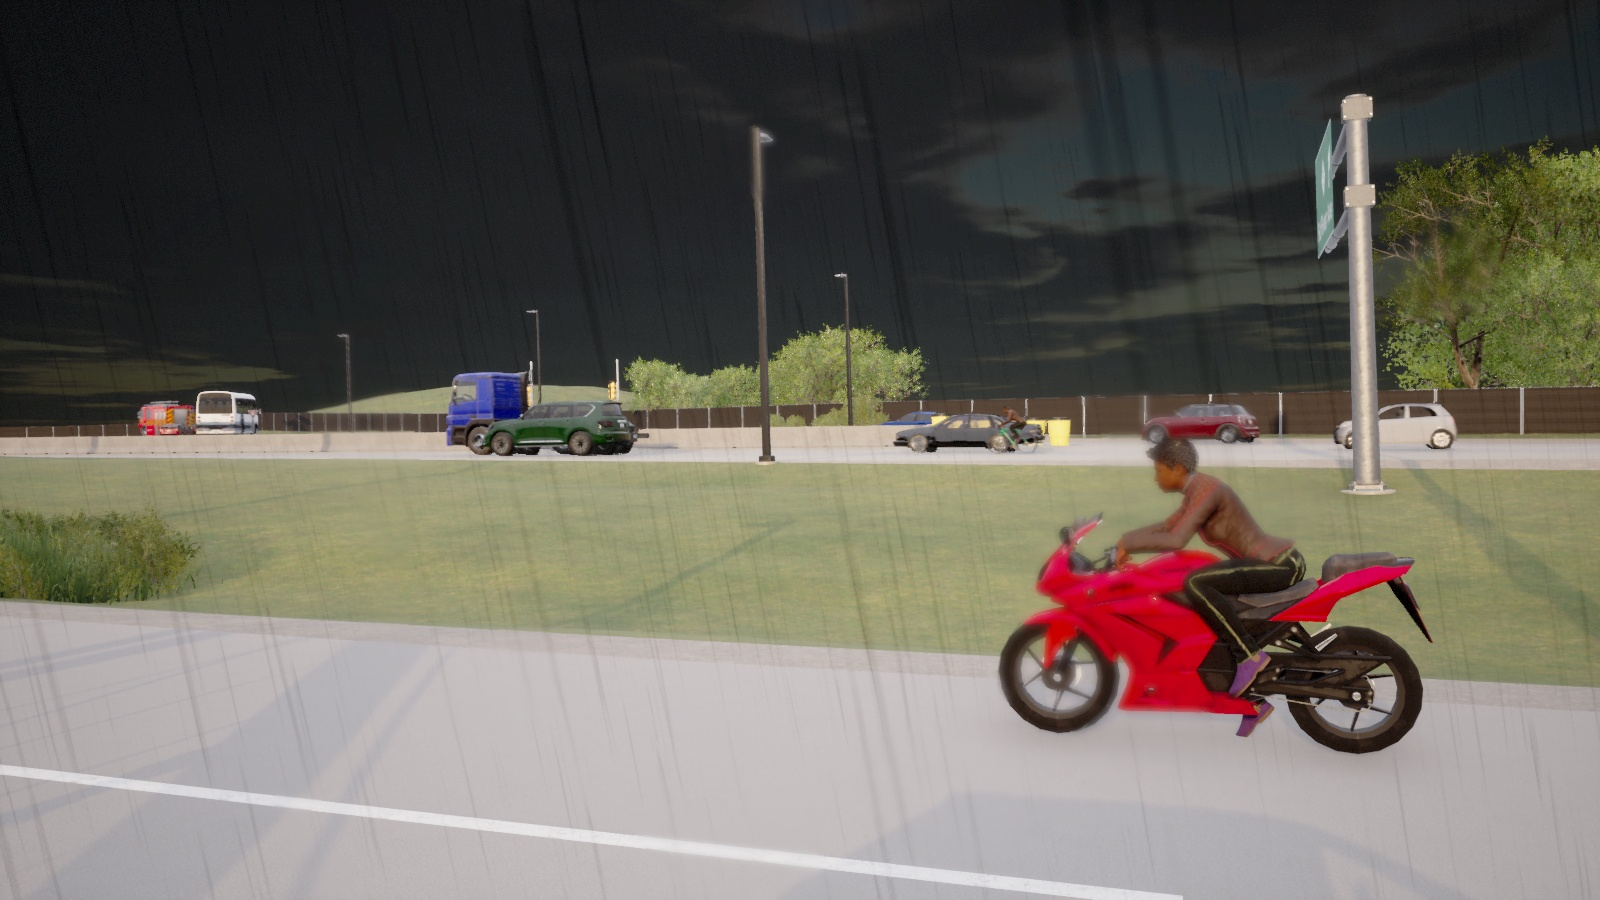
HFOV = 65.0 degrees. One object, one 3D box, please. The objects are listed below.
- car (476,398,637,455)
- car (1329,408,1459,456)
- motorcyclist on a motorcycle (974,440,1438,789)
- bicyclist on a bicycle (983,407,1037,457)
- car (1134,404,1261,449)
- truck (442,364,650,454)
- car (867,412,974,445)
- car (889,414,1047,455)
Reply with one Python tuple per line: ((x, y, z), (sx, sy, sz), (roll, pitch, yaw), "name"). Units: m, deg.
((-9.087, -0.862, 46.963), (5.566, 2.045, 2.150), (0, 1, 19), "car")
((19.221, -0.574, 40.802), (3.633, 1.501, 1.845), (0, 1, 19), "car")
((1.955, 0.718, 6.226), (2.044, 1.523, 0.797), (0, 1, 19), "motorcyclist on a motorcycle")
((6.930, -0.602, 41.381), (1.656, 1.620, 0.582), (0, 1, 19), "bicyclist on a bicycle")
((16.368, -0.982, 51.794), (4.553, 1.767, 2.097), (1, 2, 39), "car")
((-10.333, -1.616, 51.093), (7.936, 3.462, 2.891), (0, 1, 19), "truck")
((5.801, -1.066, 60.844), (5.008, 1.535, 1.882), (1, 2, 42), "car")
((6.064, -0.560, 45.390), (5.357, 1.411, 2.033), (0, 1, 19), "car")
